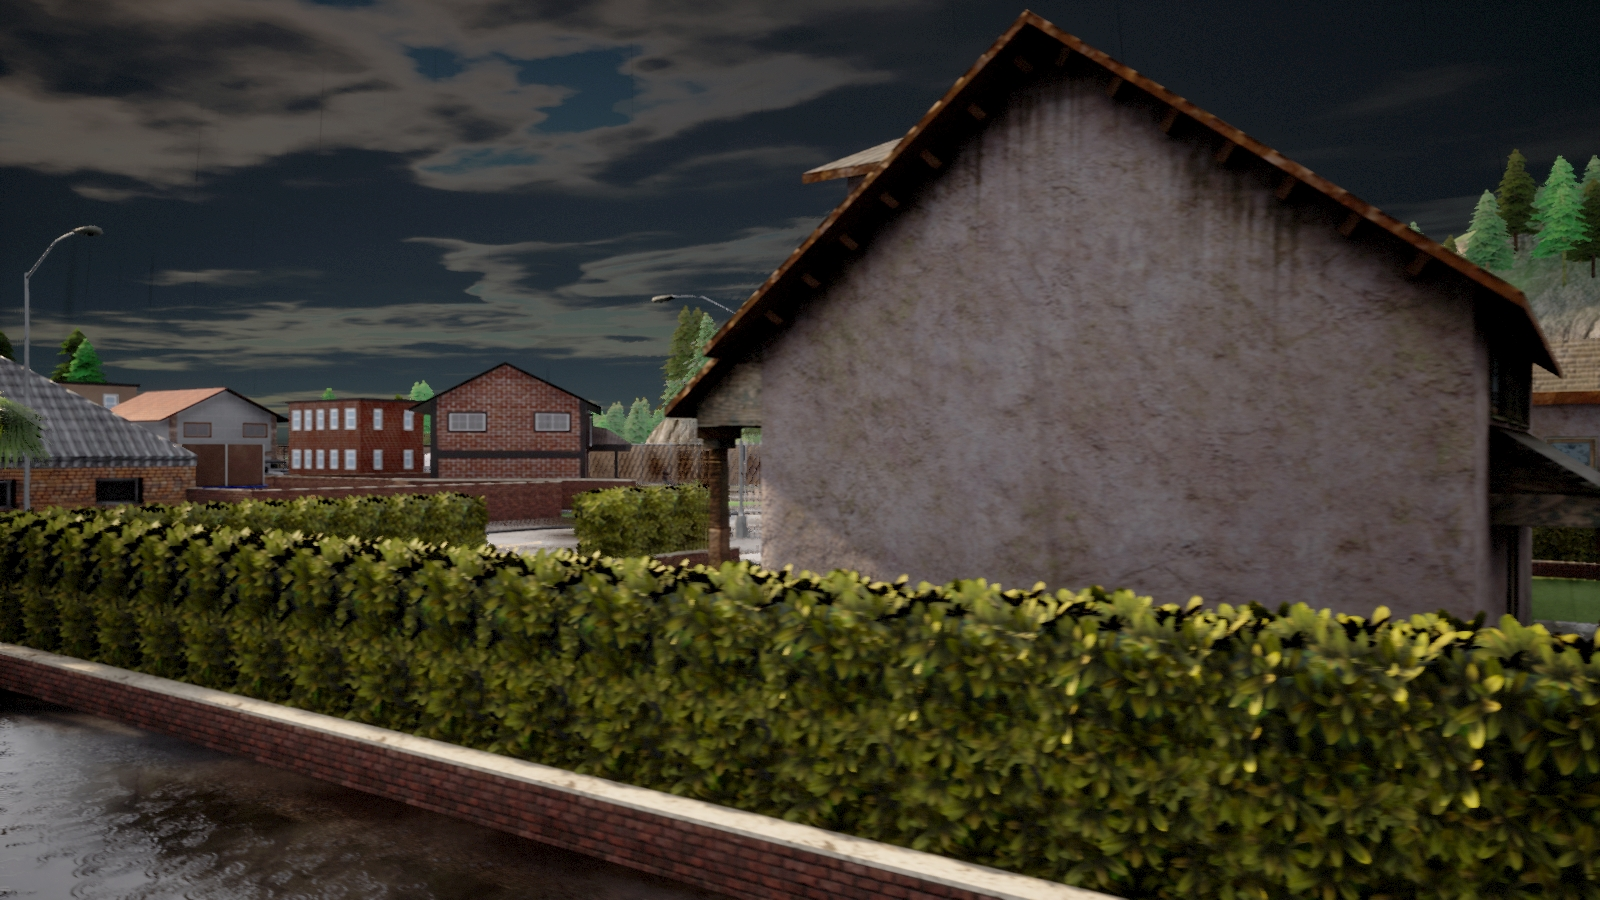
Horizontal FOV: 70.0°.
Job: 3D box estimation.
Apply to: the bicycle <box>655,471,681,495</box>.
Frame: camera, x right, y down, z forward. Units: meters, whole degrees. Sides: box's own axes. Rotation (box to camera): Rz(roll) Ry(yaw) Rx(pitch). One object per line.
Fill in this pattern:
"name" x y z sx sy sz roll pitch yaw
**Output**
"bicycle" -8.150 2.044 70.586 1.835 1.471 0.329 0 0 35
